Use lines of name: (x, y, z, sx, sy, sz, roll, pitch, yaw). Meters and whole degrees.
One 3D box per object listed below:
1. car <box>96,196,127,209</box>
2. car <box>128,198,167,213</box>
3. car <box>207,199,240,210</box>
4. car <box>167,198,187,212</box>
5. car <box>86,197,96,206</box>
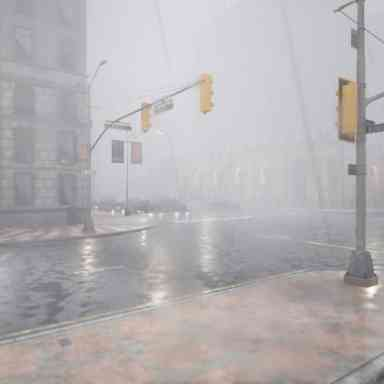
car: (-10.962, 1.601, 45.318, 1.895, 1.301, 4.718, 0, 0, -35)
car: (-5.013, 1.564, 37.030, 1.994, 1.385, 4.181, 0, 0, -36)
car: (3.968, 1.601, 42.871, 1.895, 1.301, 4.718, 0, 0, -36)
car: (-2.455, 1.505, 39.465, 1.837, 1.490, 4.892, 0, 0, -36)
car: (-16.976, 1.547, 53.857, 2.033, 1.411, 5.357, 0, 0, -35)
